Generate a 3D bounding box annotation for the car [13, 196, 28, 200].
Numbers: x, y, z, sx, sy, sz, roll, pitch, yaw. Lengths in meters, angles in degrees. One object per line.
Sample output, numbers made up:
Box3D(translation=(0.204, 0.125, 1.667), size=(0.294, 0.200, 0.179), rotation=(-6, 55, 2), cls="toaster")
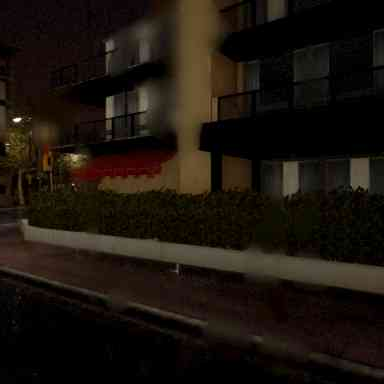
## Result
Box3D(translation=(-36.209, 1.481, 67.988), size=(4.892, 1.521, 2.231), rotation=(0, 0, 36), cls="car")
